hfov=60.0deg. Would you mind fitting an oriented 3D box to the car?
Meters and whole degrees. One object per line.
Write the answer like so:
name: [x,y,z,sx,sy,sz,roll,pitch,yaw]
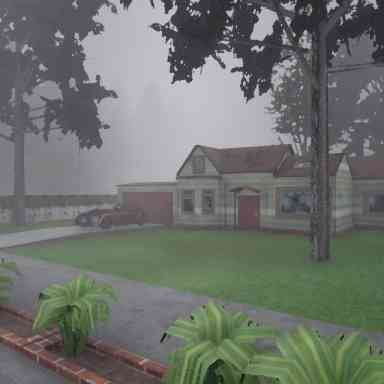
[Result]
car: [-4.458,1.300,18.838,1.994,1.381,4.181,0,0,36]
